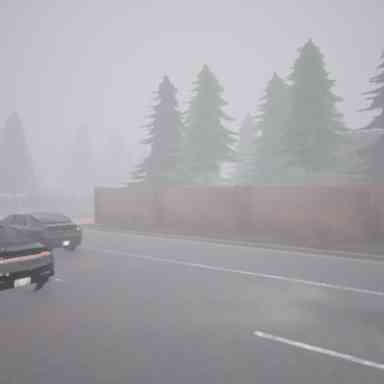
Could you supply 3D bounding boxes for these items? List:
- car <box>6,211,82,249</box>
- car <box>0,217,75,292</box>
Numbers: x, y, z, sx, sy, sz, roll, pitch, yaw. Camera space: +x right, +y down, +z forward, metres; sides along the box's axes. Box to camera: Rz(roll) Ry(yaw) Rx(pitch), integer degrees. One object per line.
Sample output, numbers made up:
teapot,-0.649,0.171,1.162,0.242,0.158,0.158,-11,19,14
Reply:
car,-6.216,1.492,12.786,4.892,1.490,1.837,0,0,37
car,-5.165,1.482,7.678,4.902,1.511,2.128,0,0,35
